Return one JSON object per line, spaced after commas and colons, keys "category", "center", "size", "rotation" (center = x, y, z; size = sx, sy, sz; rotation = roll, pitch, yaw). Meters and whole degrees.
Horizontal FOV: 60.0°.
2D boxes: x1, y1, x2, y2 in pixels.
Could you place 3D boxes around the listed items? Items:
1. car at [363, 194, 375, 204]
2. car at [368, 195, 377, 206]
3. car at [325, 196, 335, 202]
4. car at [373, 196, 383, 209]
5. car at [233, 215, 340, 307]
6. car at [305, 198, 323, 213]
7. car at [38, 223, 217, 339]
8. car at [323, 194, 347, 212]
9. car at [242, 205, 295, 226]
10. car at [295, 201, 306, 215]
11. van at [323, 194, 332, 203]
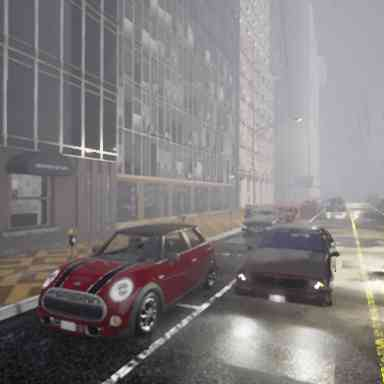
{"category": "car", "center": [35.325, 1.389, 65.101], "size": [2.192, 1.841, 5.009], "rotation": [0, 0, 25]}
{"category": "car", "center": [30.609, 1.586, 54.933], "size": [1.752, 1.417, 4.829], "rotation": [0, 0, 25]}
{"category": "car", "center": [34.910, 1.654, 84.133], "size": [2.008, 1.369, 4.403], "rotation": [0, 0, 25]}
{"category": "car", "center": [25.752, 1.613, 44.456], "size": [1.947, 1.339, 4.313], "rotation": [0, 0, 25]}
{"category": "car", "center": [2.682, 1.556, 8.474], "size": [2.033, 1.411, 5.357], "rotation": [0, 0, 25]}
{"category": "car", "center": [13.372, 1.583, 37.680], "size": [1.887, 1.381, 4.507], "rotation": [0, 0, 25]}
{"category": "car", "center": [-0.985, 1.447, 6.713], "size": [1.967, 1.590, 4.097], "rotation": [0, 0, 25]}
{"category": "car", "center": [16.939, 1.392, 38.992], "size": [2.097, 1.767, 4.553], "rotation": [0, 0, 25]}
{"category": "car", "center": [3.800, 1.567, 17.035], "size": [2.008, 1.369, 4.403], "rotation": [0, 0, 25]}
{"category": "car", "center": [6.193, 1.566, 22.196], "size": [1.887, 1.381, 4.507], "rotation": [0, 0, 25]}
{"category": "van", "center": [30.125, 1.428, 73.809], "size": [1.690, 1.788, 3.998], "rotation": [0, 0, 25]}
